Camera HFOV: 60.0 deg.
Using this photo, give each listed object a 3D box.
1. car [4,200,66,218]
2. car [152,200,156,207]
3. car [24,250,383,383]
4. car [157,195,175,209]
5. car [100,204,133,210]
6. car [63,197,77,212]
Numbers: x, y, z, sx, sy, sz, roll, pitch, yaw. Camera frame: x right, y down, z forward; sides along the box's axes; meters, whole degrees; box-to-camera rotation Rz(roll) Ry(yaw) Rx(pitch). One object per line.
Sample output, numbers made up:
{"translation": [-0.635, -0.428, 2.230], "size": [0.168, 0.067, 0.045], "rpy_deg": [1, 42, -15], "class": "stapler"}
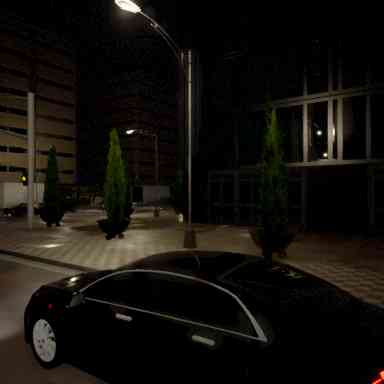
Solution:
{"translation": [-14.513, 1.656, 30.739], "size": [1.895, 1.301, 4.718], "rpy_deg": [0, 0, 35], "class": "car"}
{"translation": [-4.100, 1.407, 51.926], "size": [2.097, 1.767, 4.553], "rpy_deg": [0, 0, 35], "class": "car"}
{"translation": [-0.164, 1.505, 4.106], "size": [4.892, 1.490, 1.837], "rpy_deg": [0, 0, 36], "class": "car"}
{"translation": [-2.510, 1.559, 47.787], "size": [1.837, 1.490, 4.892], "rpy_deg": [0, 0, 35], "class": "car"}
{"translation": [-9.865, 1.581, 43.750], "size": [1.812, 1.442, 4.674], "rpy_deg": [0, 0, 35], "class": "car"}
{"translation": [-14.986, 1.407, 36.498], "size": [2.097, 1.767, 4.553], "rpy_deg": [0, 0, 35], "class": "car"}
